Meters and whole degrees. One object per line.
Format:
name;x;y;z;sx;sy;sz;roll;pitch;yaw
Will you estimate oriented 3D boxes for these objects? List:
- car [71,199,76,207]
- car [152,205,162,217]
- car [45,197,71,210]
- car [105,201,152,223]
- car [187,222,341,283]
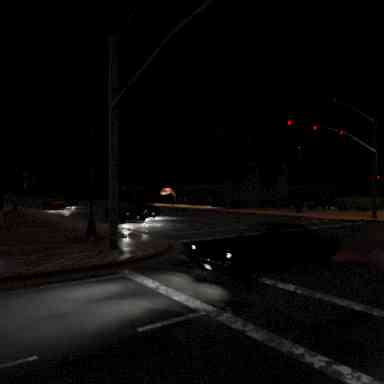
car;-19.784;1.529;51.959;2.033;1.411;5.357;0;0;-35
car;-4.897;1.530;31.036;2.033;1.411;5.357;0;0;-36
car;-17.444;1.464;42.575;1.882;1.535;5.008;0;0;-35
car;-5.170;1.512;25.444;1.812;1.442;4.674;0;0;-36
car;2.220;1.592;9.731;4.718;1.301;1.895;0;0;-35
